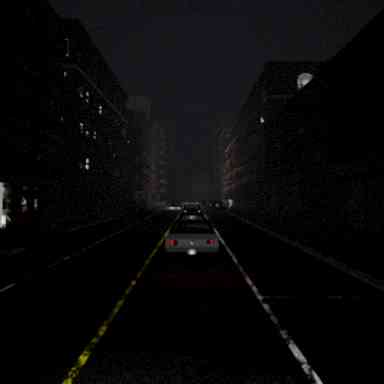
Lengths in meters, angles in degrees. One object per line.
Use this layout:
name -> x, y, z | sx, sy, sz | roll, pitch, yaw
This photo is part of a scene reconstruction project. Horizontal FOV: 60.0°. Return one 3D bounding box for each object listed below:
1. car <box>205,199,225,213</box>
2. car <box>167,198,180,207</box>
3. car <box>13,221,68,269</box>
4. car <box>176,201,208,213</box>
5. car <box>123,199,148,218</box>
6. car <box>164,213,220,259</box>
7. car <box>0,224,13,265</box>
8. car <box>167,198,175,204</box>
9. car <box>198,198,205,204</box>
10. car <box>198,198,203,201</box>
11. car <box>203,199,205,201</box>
car -> 3.106, 1.781, 43.052 | 2.097, 1.767, 4.553 | 0, -1, 0
car -> -3.036, 2.136, 64.562 | 2.128, 1.511, 4.902 | 0, -1, 1
car -> -5.691, 1.699, 11.543 | 1.802, 1.307, 4.206 | 0, -1, 0
car -> 0.013, 1.778, 28.517 | 2.128, 1.511, 4.902 | 0, 0, 0
car -> -5.693, 1.655, 34.089 | 2.192, 1.841, 5.009 | 0, -1, 0
car -> 0.011, 1.735, 13.260 | 1.895, 1.301, 4.718 | 0, -1, 0
car -> -5.689, 1.376, 5.909 | 2.192, 1.841, 5.009 | 0, -1, 0
car -> -5.702, 2.441, 90.447 | 2.008, 1.369, 4.403 | 0, -1, 0
car -> 2.680, 2.417, 90.614 | 1.752, 1.417, 4.829 | 0, -1, 0
car -> 2.682, 2.222, 67.900 | 2.008, 1.369, 4.403 | 0, -1, 0
car -> 3.106, 1.850, 50.052 | 2.097, 1.767, 4.553 | 0, -1, 0
